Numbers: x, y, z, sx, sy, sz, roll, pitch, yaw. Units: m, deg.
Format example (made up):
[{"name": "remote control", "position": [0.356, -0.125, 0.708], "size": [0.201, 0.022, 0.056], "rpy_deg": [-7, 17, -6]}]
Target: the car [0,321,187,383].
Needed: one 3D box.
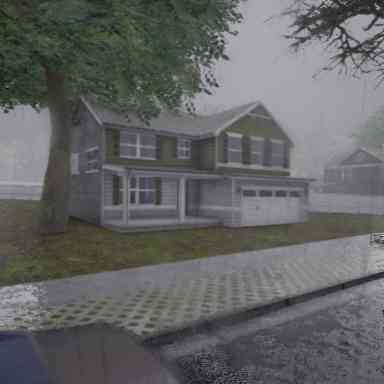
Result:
[{"name": "car", "position": [-2.419, 1.544, 1.344], "size": [5.357, 1.411, 2.033], "rpy_deg": [0, 0, -35]}]
